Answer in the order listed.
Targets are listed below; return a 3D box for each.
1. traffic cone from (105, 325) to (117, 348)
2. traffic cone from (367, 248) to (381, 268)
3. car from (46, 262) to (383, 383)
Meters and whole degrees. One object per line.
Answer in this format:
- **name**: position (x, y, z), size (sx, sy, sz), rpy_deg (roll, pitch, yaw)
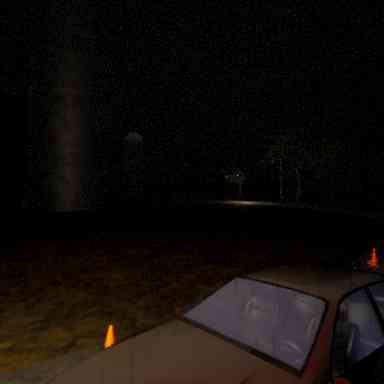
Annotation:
- **traffic cone**: position (-1.027, 1.993, 4.224), size (0.340, 0.580, 0.340), rpy_deg (1, -1, -38)
- **traffic cone**: position (5.907, 2.112, 10.791), size (0.340, 0.580, 0.340), rpy_deg (0, -1, 42)
- **car**: position (1.242, 1.595, 3.686), size (5.357, 1.411, 2.033), rpy_deg (1, -1, -39)
